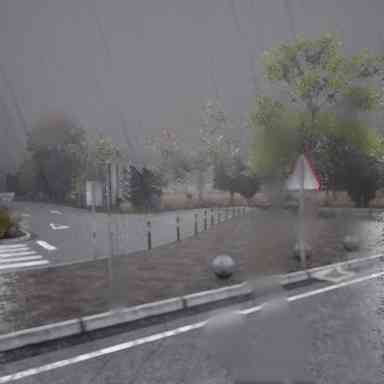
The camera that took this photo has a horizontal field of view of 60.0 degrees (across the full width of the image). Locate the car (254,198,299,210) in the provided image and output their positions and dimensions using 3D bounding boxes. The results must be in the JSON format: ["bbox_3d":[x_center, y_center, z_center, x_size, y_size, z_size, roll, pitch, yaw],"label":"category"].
[{"bbox_3d":[10.532,1.476,41.451,5.357,1.411,2.033,0,1,1],"label":"car"}]
